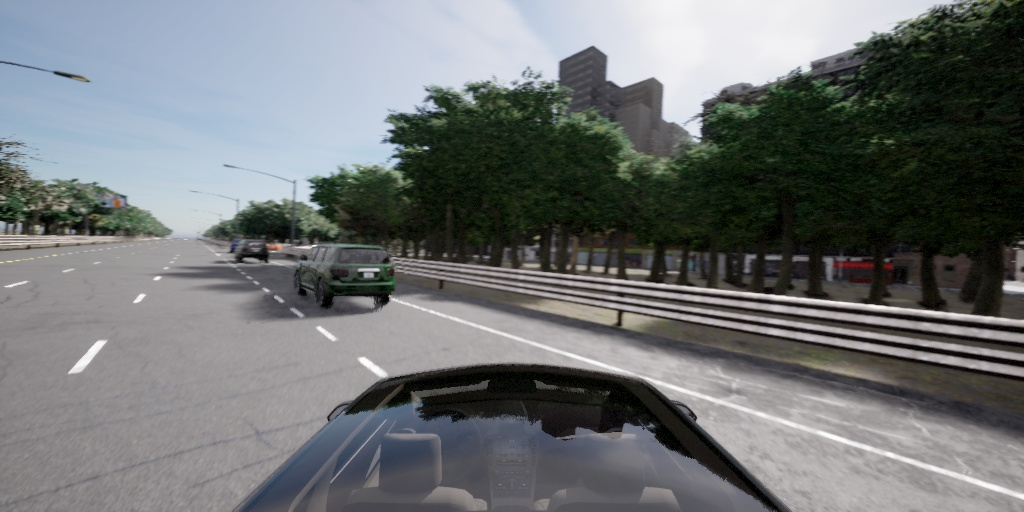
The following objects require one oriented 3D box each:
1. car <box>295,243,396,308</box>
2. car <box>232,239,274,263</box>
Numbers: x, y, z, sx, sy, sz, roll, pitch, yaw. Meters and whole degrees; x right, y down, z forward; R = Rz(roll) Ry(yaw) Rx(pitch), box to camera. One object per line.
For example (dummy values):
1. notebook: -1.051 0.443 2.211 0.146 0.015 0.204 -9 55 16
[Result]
1. car: -6.174 0.577 13.020 2.150 2.045 5.566 2 1 -42
2. car: -24.081 -0.477 33.225 2.150 2.045 5.566 2 1 -42
